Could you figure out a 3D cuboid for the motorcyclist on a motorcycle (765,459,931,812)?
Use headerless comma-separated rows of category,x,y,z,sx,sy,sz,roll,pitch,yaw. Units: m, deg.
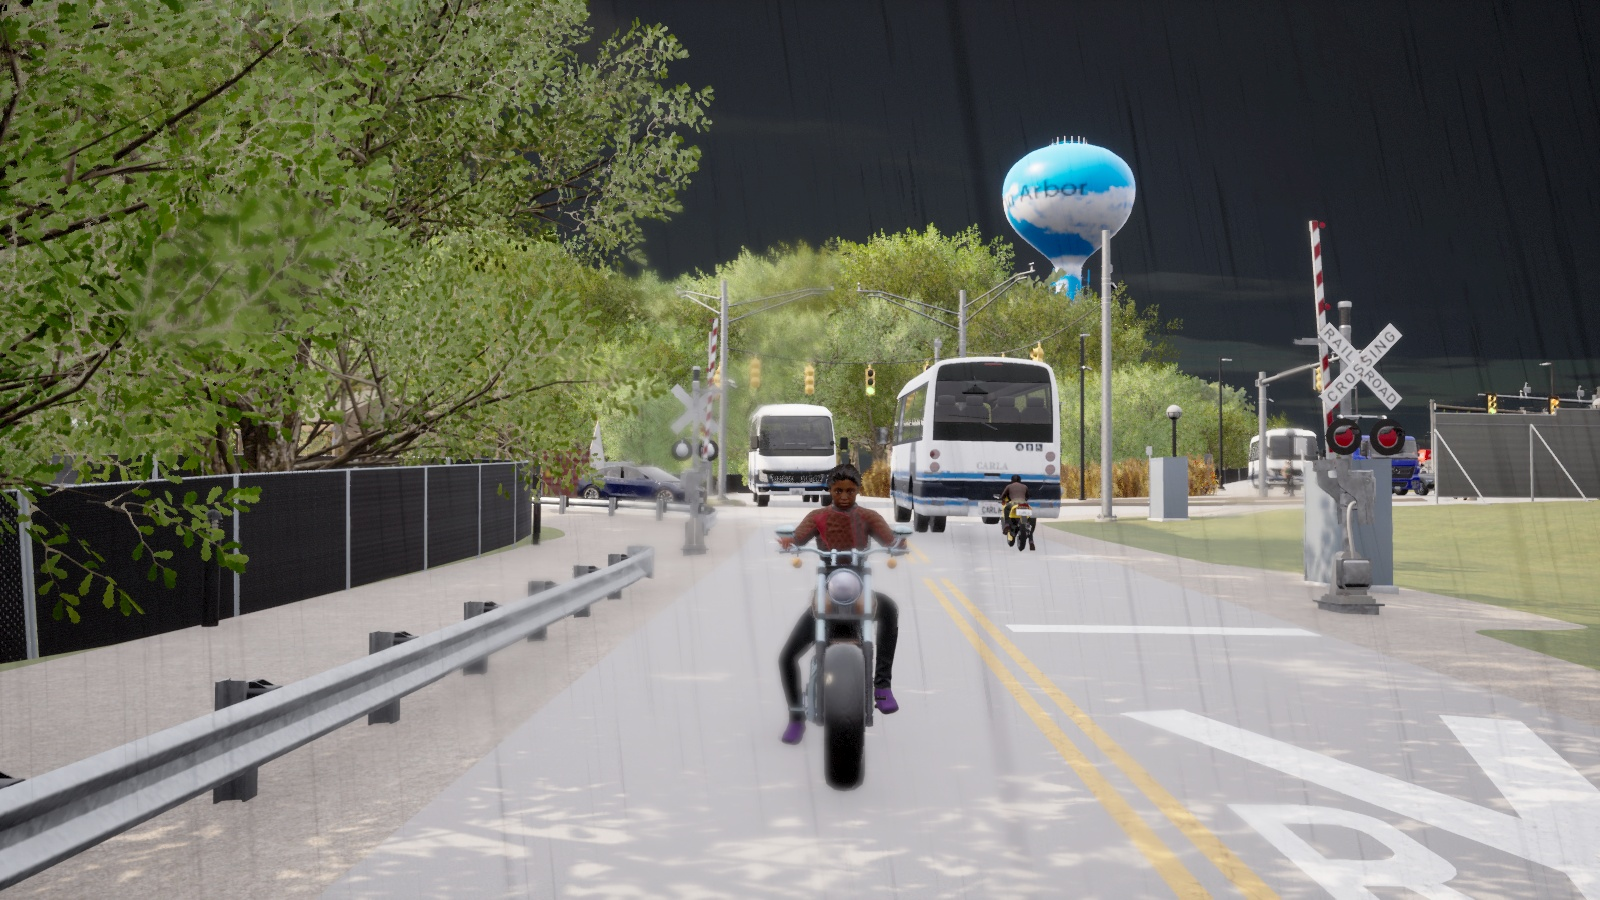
motorcyclist on a motorcycle,0.256,0.884,7.056,0.766,1.649,2.350,0,-1,2

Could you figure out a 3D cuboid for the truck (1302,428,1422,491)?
truck,32.457,0.592,72.943,2.891,3.462,7.936,0,-1,-5

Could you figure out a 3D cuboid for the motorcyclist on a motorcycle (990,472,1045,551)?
motorcyclist on a motorcycle,4.384,1.217,25.429,0.797,1.523,2.044,0,-1,1

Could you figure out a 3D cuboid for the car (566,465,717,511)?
car,-5.462,1.299,43.211,4.792,1.488,2.163,0,-1,28

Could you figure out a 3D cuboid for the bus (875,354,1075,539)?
bus,4.388,-0.011,34.388,3.944,4.253,10.273,1,-1,0

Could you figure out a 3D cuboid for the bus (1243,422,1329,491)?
bus,33.069,0.567,85.929,3.944,4.253,10.273,0,-3,12

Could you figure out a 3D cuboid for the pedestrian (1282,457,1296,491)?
pedestrian,27.150,1.333,69.744,0.345,1.836,0.594,2,-3,-31

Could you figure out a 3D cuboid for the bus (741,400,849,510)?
bus,-0.417,0.233,54.423,3.944,4.253,10.273,0,0,-4

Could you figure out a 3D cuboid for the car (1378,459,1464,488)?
car,36.107,1.365,73.140,2.152,1.651,5.027,0,-1,-5
